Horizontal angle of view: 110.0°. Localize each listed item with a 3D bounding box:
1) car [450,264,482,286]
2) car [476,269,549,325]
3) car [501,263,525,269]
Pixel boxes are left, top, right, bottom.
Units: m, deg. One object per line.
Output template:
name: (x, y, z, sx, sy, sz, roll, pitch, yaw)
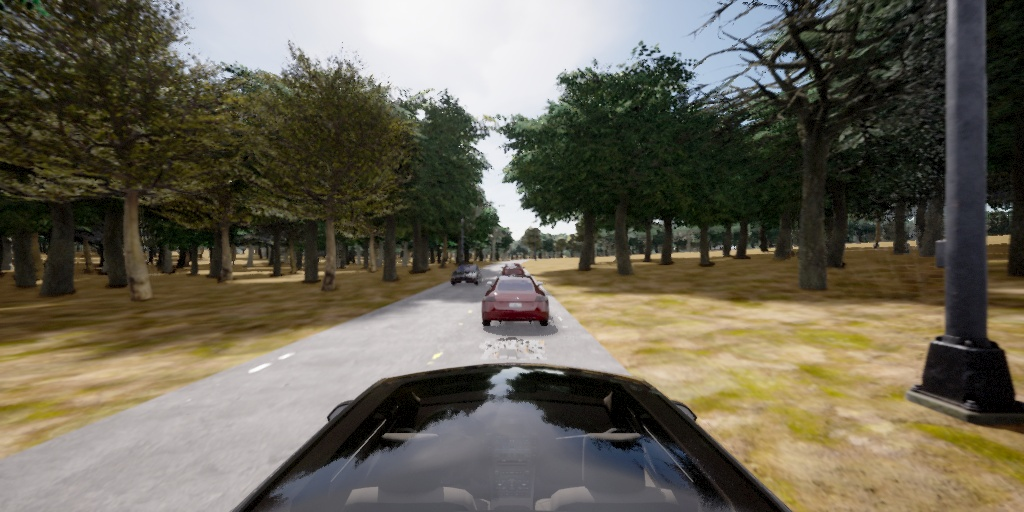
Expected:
car: (-3.094, 1.301, 25.507, 2.033, 1.411, 5.357, 0, 0, 0)
car: (0.097, 1.313, 11.811, 1.994, 1.385, 4.181, 0, 0, 0)
car: (0.106, 1.282, 29.222, 1.812, 1.442, 4.674, 0, 0, 0)
